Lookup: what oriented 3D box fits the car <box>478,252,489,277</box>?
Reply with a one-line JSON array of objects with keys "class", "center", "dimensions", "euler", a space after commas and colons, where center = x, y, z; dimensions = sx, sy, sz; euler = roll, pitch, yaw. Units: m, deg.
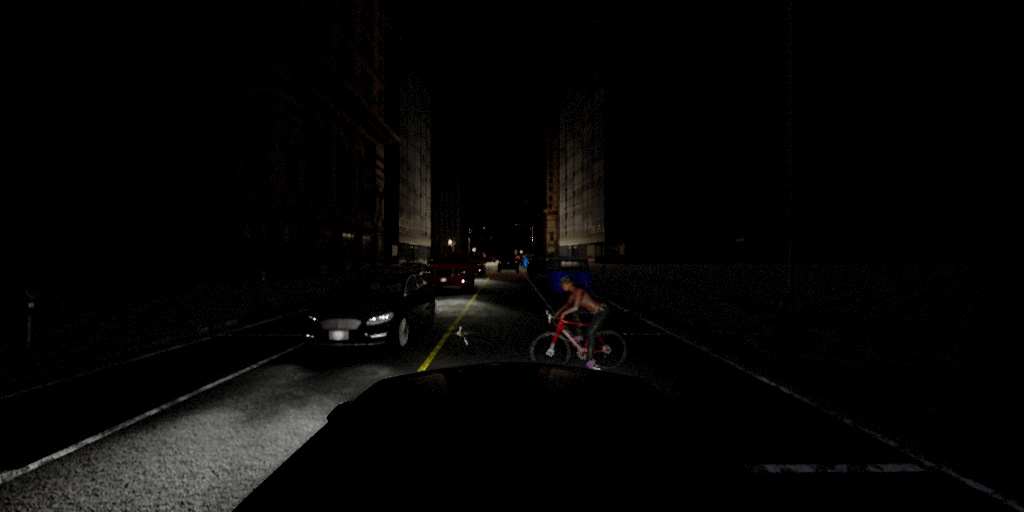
[{"class": "car", "center": [-3.408, 0.635, 30.387], "dimensions": [2.150, 2.045, 5.566], "euler": [0, 1, 0]}]

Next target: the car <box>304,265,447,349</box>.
[{"class": "car", "center": [-3.176, 1.152, 8.961], "dimensions": [2.128, 1.511, 4.902], "euler": [0, 1, -1]}]

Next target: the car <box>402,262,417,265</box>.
[{"class": "car", "center": [-6.038, 1.113, 16.632], "dimensions": [1.888, 1.381, 4.507], "euler": [0, 0, -1]}]

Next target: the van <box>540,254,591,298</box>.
[{"class": "van", "center": [2.487, 0.908, 16.738], "dimensions": [1.690, 1.789, 3.998], "euler": [0, 0, -1]}]

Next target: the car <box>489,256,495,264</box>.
[{"class": "car", "center": [-3.862, 0.666, 63.156], "dimensions": [1.994, 1.385, 4.181], "euler": [0, 0, 0]}]

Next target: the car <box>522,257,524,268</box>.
[{"class": "car", "center": [2.266, 0.933, 33.116], "dimensions": [2.007, 1.370, 4.403], "euler": [0, 0, -1]}]

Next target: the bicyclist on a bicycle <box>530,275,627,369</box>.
[{"class": "bicyclist on a bicycle", "center": [1.115, 1.146, 6.063], "dimensions": [1.656, 1.620, 0.582], "euler": [-2, 1, -1]}]

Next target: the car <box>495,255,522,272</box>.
[{"class": "car", "center": [-0.376, 0.692, 37.122], "dimensions": [2.097, 1.767, 4.553], "euler": [0, 1, -1]}]

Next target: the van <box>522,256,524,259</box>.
[{"class": "van", "center": [2.119, 0.611, 44.034], "dimensions": [1.690, 1.789, 3.998], "euler": [0, 0, -1]}]

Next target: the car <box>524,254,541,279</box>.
[{"class": "car", "center": [2.340, 0.757, 27.656], "dimensions": [2.192, 1.841, 5.009], "euler": [0, 0, -1]}]

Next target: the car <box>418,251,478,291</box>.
[{"class": "car", "center": [-3.316, 0.752, 19.908], "dimensions": [2.150, 2.045, 5.566], "euler": [0, 1, -1]}]
